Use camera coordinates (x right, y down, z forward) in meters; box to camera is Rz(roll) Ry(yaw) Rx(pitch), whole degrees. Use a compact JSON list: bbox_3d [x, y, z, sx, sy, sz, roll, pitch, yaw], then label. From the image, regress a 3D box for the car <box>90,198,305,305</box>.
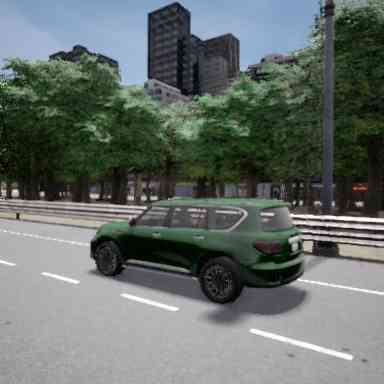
[{"bbox_3d":[-0.111,1.166,8.247,5.566,2.045,2.150,1,0,36],"label":"car"}]
